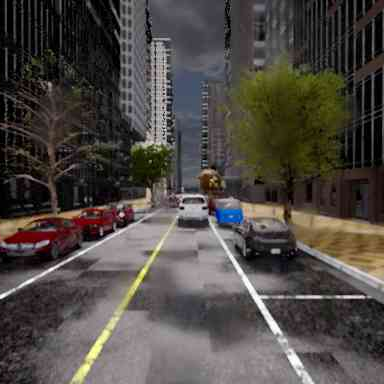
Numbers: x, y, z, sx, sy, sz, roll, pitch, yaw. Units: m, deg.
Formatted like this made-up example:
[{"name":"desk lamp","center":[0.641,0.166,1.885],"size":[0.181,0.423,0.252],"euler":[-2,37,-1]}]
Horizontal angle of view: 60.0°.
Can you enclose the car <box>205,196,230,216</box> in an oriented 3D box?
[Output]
[{"name":"car","center":[2.556,1.406,34.958],"size":[2.192,1.841,5.009],"euler":[-1,0,0]}]

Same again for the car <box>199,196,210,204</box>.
[{"name":"car","center":[2.563,1.624,68.850],"size":[1.967,1.590,4.097],"euler":[-1,0,0]}]

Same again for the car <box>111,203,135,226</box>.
[{"name":"car","center":[-5.323,1.502,23.631],"size":[1.967,1.590,4.097],"euler":[-1,0,0]}]

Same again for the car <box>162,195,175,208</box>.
[{"name":"car","center":[-2.810,1.483,49.840],"size":[2.097,1.767,4.553],"euler":[0,0,0]}]

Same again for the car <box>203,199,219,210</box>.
[{"name":"car","center":[2.561,1.666,46.255],"size":[1.887,1.381,4.507],"euler":[-1,0,0]}]

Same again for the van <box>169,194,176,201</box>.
[{"name":"van","center":[-5.315,1.589,91.415],"size":[1.690,1.788,3.998],"euler":[-1,0,0]}]

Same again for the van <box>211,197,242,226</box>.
[{"name":"van","center":[2.555,1.402,23.661],"size":[1.690,1.788,3.998],"euler":[-1,0,0]}]

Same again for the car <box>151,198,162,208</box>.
[{"name":"car","center":[-5.318,1.689,51.873],"size":[2.008,1.369,4.403],"euler":[-1,0,0]}]

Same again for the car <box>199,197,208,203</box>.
[{"name":"car","center":[2.566,1.745,74.498],"size":[1.887,1.381,4.507],"euler":[-1,0,0]}]

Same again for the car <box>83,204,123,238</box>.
[{"name":"car","center":[-5.325,1.591,17.983],"size":[1.887,1.381,4.507],"euler":[-1,0,0]}]

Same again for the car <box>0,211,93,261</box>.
[{"name":"car","center":[-5.323,1.614,12.333],"size":[1.802,1.307,4.206],"euler":[-1,0,0]}]

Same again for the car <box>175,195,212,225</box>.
[{"name":"car","center":[0.086,1.283,25.101],"size":[2.150,2.045,5.566],"euler":[0,-1,0]}]

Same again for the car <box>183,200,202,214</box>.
[{"name":"car","center":[0.063,1.649,38.688],"size":[2.033,1.411,5.357],"euler":[0,0,0]}]

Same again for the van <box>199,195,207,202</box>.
[{"name":"van","center":[2.563,1.557,80.148],"size":[1.690,1.788,3.998],"euler":[-1,0,0]}]

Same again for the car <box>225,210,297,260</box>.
[{"name":"car","center":[2.557,1.582,12.363],"size":[2.008,1.369,4.403],"euler":[-1,0,0]}]

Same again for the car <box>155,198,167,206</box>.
[{"name":"car","center":[-5.317,1.735,57.522],"size":[1.802,1.307,4.206],"euler":[-1,0,0]}]

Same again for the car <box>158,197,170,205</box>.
[{"name":"car","center":[-5.316,1.714,63.170],"size":[1.887,1.381,4.507],"euler":[-1,0,0]}]
